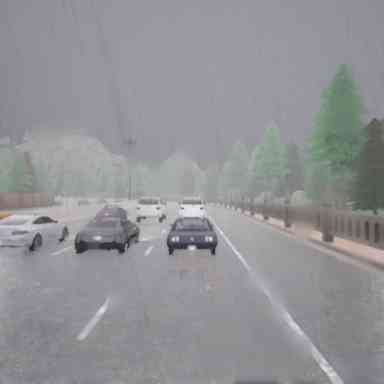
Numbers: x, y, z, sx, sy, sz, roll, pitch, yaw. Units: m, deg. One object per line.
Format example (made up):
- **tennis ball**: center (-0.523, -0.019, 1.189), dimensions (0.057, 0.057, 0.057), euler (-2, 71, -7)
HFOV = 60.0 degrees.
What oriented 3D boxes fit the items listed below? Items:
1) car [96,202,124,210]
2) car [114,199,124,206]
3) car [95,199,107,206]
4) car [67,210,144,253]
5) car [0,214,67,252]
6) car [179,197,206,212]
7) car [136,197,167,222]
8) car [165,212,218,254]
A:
- **car**: center (-6.987, 1.834, 29.326), dimensions (1.994, 1.385, 4.181), euler (0, 0, 0)
- **car**: center (-15.091, 2.154, 68.802), dimensions (1.812, 1.442, 4.674), euler (0, -1, -8)
- **car**: center (-18.507, 2.124, 68.019), dimensions (1.837, 1.490, 4.892), euler (0, -1, -8)
- **car**: center (-3.492, 1.697, 14.334), dimensions (1.994, 1.385, 4.181), euler (0, 0, 0)
- **car**: center (-6.990, 1.659, 14.407), dimensions (1.812, 1.442, 4.674), euler (0, 0, 0)
- **car**: center (0.013, 1.484, 29.015), dimensions (2.150, 2.045, 5.566), euler (0, 0, 0)
- **car**: center (-3.487, 1.484, 29.030), dimensions (2.150, 2.045, 5.566), euler (0, 0, 0)
- **car**: center (0.007, 1.731, 14.101), dimensions (1.895, 1.301, 4.718), euler (0, 0, 0)
